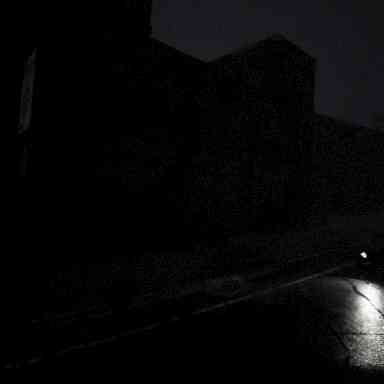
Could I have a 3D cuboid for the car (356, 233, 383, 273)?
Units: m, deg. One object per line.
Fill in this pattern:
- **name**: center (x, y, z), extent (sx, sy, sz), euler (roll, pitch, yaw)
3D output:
- **car**: center (6.888, 1.564, 9.910), extent (5.357, 1.411, 2.033), euler (0, 0, -41)
